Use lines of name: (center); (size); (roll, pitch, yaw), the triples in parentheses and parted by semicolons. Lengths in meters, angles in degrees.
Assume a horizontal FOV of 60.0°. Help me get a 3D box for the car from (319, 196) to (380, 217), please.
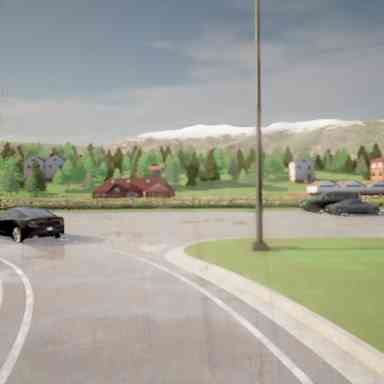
car: (13.282, 1.288, 27.800); (4.181, 1.385, 1.994); (-1, 0, 1)

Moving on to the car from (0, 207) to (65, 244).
car: (-8.128, 1.468, 16.025); (5.008, 1.535, 1.882); (0, 0, 38)

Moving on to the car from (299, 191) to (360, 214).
car: (13.041, 0.928, 31.302); (5.566, 2.045, 2.150); (-1, 0, 1)
